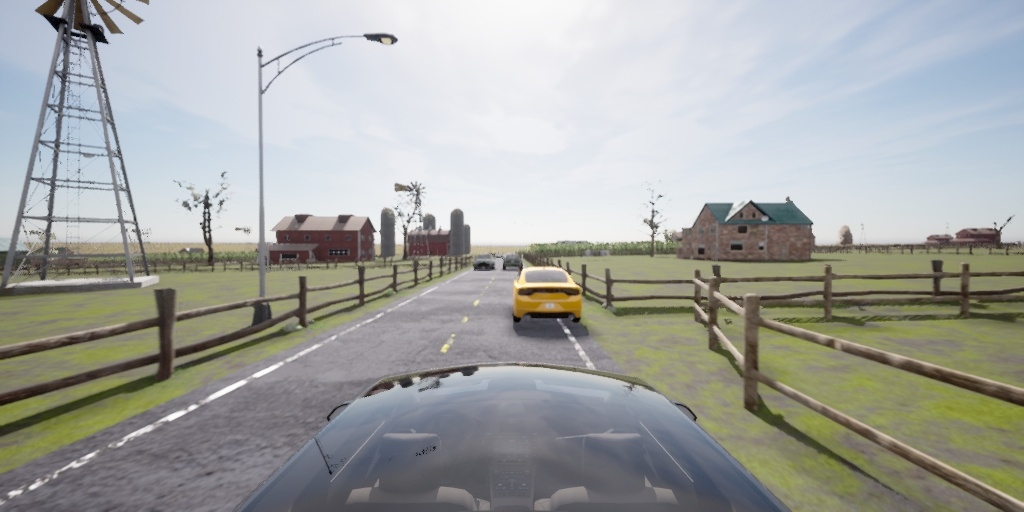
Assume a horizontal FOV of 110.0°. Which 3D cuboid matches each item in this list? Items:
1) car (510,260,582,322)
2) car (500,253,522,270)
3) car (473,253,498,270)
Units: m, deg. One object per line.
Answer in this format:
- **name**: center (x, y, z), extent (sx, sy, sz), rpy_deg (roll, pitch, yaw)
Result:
- **car**: center (0.963, 1.072, 11.566), extent (1.882, 1.535, 5.008), rpy_deg (0, 1, 0)
- **car**: center (0.074, 0.525, 39.142), extent (2.097, 1.767, 4.553), rpy_deg (0, 1, 0)
- **car**: center (-2.841, 0.548, 37.673), extent (2.097, 1.767, 4.553), rpy_deg (0, 1, 0)
